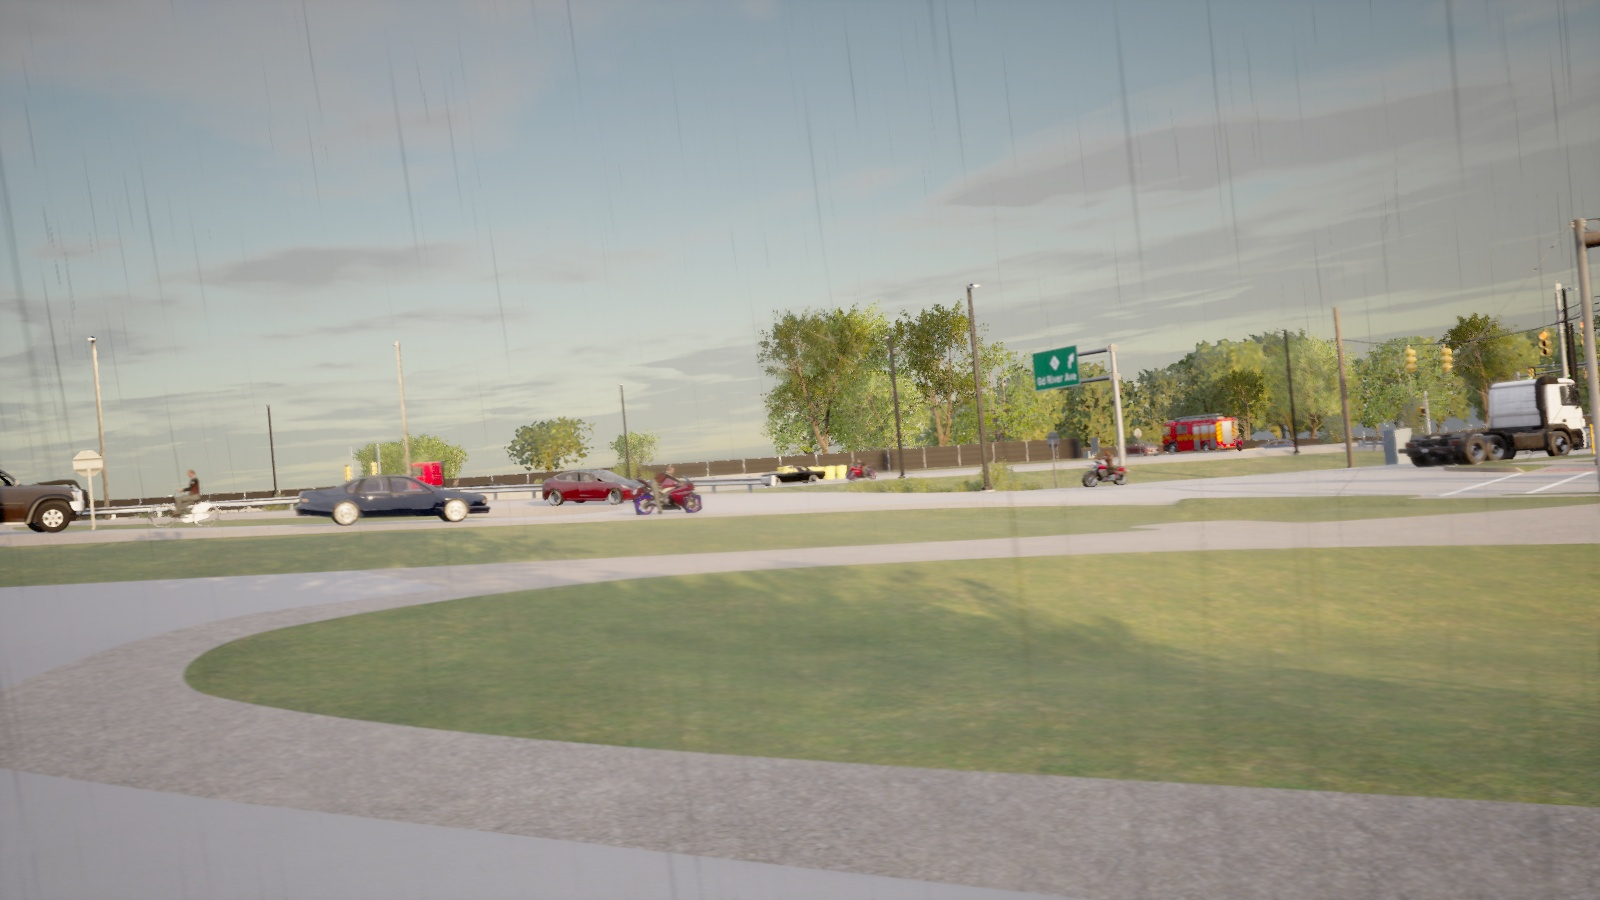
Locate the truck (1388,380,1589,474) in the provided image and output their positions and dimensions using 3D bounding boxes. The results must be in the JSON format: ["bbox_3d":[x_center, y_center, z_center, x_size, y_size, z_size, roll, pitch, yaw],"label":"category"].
[{"bbox_3d":[28.571,-0.966,52.088,7.936,3.462,2.891,-3,-1,-24],"label":"truck"}]

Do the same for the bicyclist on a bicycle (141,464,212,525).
[{"bbox_3d":[-18.610,1.329,37.499,1.843,1.776,0.659,0,-3,-22],"label":"bicyclist on a bicycle"}]

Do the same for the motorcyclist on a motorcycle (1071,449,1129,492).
[{"bbox_3d":[12.470,0.840,52.130,2.350,1.649,0.766,-3,-1,-28],"label":"motorcyclist on a motorcycle"}]

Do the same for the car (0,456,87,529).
[{"bbox_3d":[-21.192,1.105,32.372,4.605,1.855,1.932,1,-3,-40],"label":"car"}]

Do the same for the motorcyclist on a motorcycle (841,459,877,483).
[{"bbox_3d":[4.085,1.453,87.078,2.191,1.530,0.866,-3,-1,-23],"label":"motorcyclist on a motorcycle"}]

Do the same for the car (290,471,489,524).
[{"bbox_3d":[-11.909,1.358,36.456,5.357,1.411,2.033,0,-2,-22],"label":"car"}]

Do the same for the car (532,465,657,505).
[{"bbox_3d":[-8.680,1.486,52.970,4.792,1.488,2.163,-2,1,26],"label":"car"}]

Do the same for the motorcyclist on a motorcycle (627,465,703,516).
[{"bbox_3d":[-4.254,1.277,39.611,2.191,1.530,0.866,-1,-2,-22],"label":"motorcyclist on a motorcycle"}]

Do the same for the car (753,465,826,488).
[{"bbox_3d":[-0.744,1.852,88.808,4.718,1.301,1.895,-3,-1,-23],"label":"car"}]

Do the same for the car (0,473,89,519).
[{"bbox_3d":[-33.917,2.045,55.612,3.866,1.878,1.905,-1,-2,-41],"label":"car"}]
